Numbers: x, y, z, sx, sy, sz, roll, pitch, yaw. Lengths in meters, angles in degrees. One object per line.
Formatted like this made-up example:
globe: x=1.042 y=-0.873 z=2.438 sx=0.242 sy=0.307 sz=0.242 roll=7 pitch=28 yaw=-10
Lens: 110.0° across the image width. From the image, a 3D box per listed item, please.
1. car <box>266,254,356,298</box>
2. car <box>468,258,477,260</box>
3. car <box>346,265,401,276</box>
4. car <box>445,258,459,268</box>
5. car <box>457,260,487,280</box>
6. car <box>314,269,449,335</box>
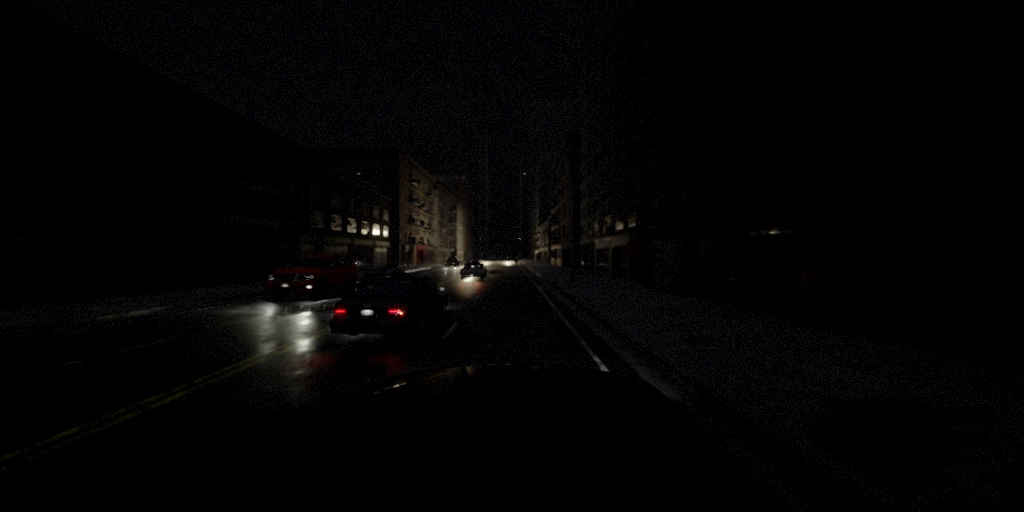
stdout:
car: x=-9.859 y=0.914 z=18.335 sx=2.150 sy=2.045 sz=5.566 roll=0 pitch=0 yaw=0
car: x=-6.577 y=1.134 z=59.386 sx=1.812 sy=1.442 sz=4.674 roll=0 pitch=0 yaw=1
car: x=-6.609 y=1.256 z=18.785 sx=1.994 sy=1.385 sz=4.181 roll=0 pitch=0 yaw=0
car: x=-9.826 y=1.114 z=58.964 sx=1.837 sy=1.490 sz=4.892 roll=0 pitch=0 yaw=1
car: x=-3.164 y=1.264 z=30.546 sx=1.895 sy=1.301 sz=4.718 roll=0 pitch=0 yaw=0
car: x=-3.154 y=1.267 z=10.311 sx=2.033 sy=1.411 sz=5.357 roll=0 pitch=0 yaw=0
